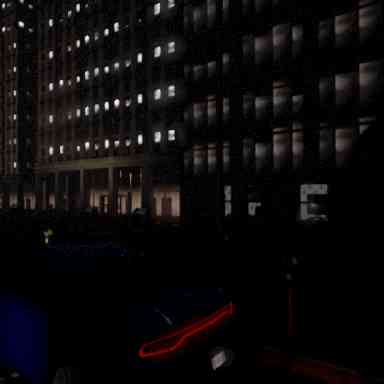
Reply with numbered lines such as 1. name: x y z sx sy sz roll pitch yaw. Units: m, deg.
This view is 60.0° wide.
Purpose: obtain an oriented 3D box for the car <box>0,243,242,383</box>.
1. car: -1.757 1.483 4.681 5.008 1.535 1.882 0 0 36
